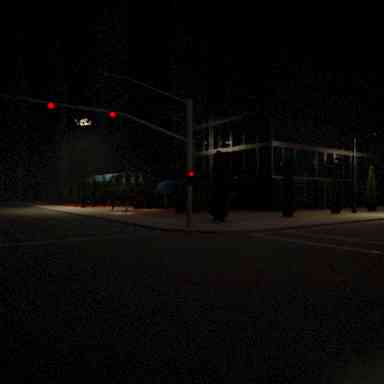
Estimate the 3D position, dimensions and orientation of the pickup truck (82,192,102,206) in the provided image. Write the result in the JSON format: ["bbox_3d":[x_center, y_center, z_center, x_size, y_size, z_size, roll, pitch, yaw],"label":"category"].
[{"bbox_3d":[-15.041,1.071,50.876,2.390,2.098,6.274,0,0,-6],"label":"pickup truck"}]
